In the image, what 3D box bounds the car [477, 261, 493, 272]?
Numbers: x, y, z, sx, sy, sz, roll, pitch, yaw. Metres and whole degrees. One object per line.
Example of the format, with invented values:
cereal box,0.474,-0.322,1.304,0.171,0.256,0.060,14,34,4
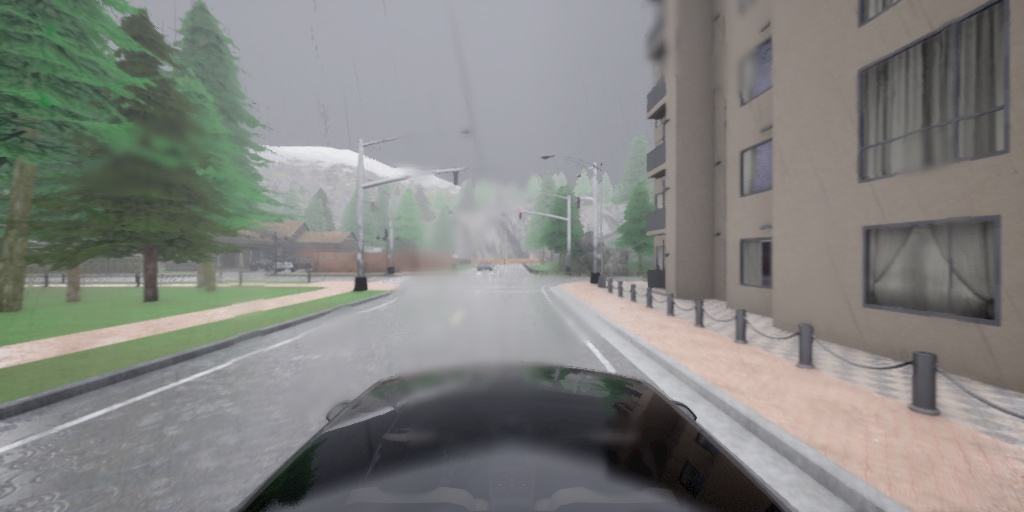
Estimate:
car,-3.486,1.356,46.600,1.895,1.301,4.718,0,0,0
